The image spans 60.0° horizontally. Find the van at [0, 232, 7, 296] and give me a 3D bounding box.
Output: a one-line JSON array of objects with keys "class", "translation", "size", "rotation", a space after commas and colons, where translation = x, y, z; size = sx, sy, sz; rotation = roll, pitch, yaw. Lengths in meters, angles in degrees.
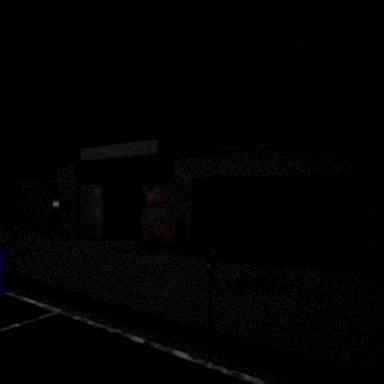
[{"class": "van", "translation": [-5.398, 1.340, 6.693], "size": [3.998, 1.788, 1.690], "rotation": [0, 0, 35]}]
